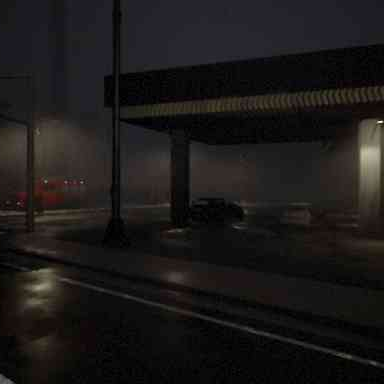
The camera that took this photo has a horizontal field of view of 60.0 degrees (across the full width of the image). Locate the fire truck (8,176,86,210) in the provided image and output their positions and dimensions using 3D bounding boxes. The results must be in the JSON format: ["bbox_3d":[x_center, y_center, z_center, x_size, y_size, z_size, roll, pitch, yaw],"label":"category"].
[{"bbox_3d":[-16.884,0.061,39.493,2.891,3.827,8.468,1,0,36],"label":"fire truck"}]

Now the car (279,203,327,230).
[{"bbox_3d":[6.871,1.410,20.393,1.970,1.475,3.806,1,0,37],"label":"car"}]

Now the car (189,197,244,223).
[{"bbox_3d":[1.797,1.206,23.191,2.242,1.667,4.611,1,0,37],"label":"car"}]
